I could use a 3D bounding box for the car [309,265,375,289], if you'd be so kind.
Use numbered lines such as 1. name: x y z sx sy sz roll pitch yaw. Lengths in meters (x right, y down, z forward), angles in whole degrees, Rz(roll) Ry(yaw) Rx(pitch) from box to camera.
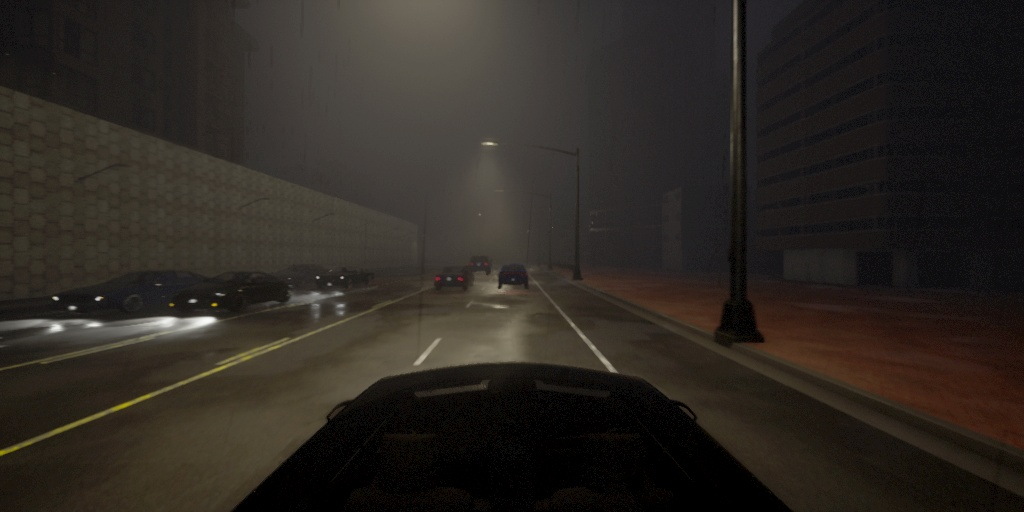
1. car: -10.508 1.327 22.880 1.895 1.301 4.718 0 0 1

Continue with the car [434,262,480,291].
1. car: -3.419 1.288 21.983 2.033 1.411 5.357 0 0 0

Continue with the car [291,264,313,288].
1. car: -13.997 1.267 24.030 2.033 1.411 5.357 0 0 1

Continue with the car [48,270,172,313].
1. car: -13.985 1.268 14.068 2.033 1.411 5.357 0 0 0

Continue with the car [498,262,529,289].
1. car: 0.089 1.225 23.401 1.882 1.535 5.008 0 0 1

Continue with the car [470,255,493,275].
1. car: -3.379 0.960 39.187 2.150 2.045 5.566 0 0 0

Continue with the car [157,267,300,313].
1. car: -10.487 1.294 13.775 1.994 1.385 4.181 0 0 0
